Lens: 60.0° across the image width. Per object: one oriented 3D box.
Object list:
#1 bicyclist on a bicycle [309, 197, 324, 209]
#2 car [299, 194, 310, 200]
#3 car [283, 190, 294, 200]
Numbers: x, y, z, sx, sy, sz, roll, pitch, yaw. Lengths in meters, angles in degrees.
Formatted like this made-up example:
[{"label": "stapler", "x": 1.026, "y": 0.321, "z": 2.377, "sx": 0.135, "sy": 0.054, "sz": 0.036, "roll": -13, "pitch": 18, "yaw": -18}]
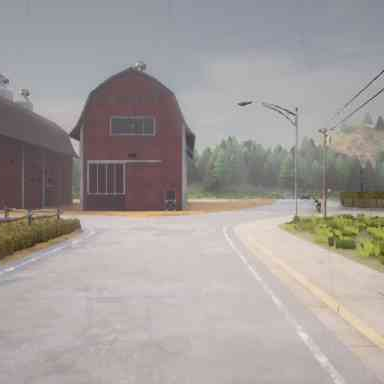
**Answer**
[{"label": "bicyclist on a bicycle", "x": 12.424, "y": 1.377, "z": 33.393, "sx": 1.656, "sy": 1.620, "sz": 0.582, "roll": 0, "pitch": 0, "yaw": 33}, {"label": "car", "x": 25.624, "y": 1.106, "z": 75.717, "sx": 1.882, "sy": 1.535, "sz": 5.008, "roll": 0, "pitch": 0, "yaw": 12}, {"label": "car", "x": 20.892, "y": 0.631, "z": 72.045, "sx": 2.150, "sy": 2.045, "sz": 5.566, "roll": 0, "pitch": 0, "yaw": 16}]
